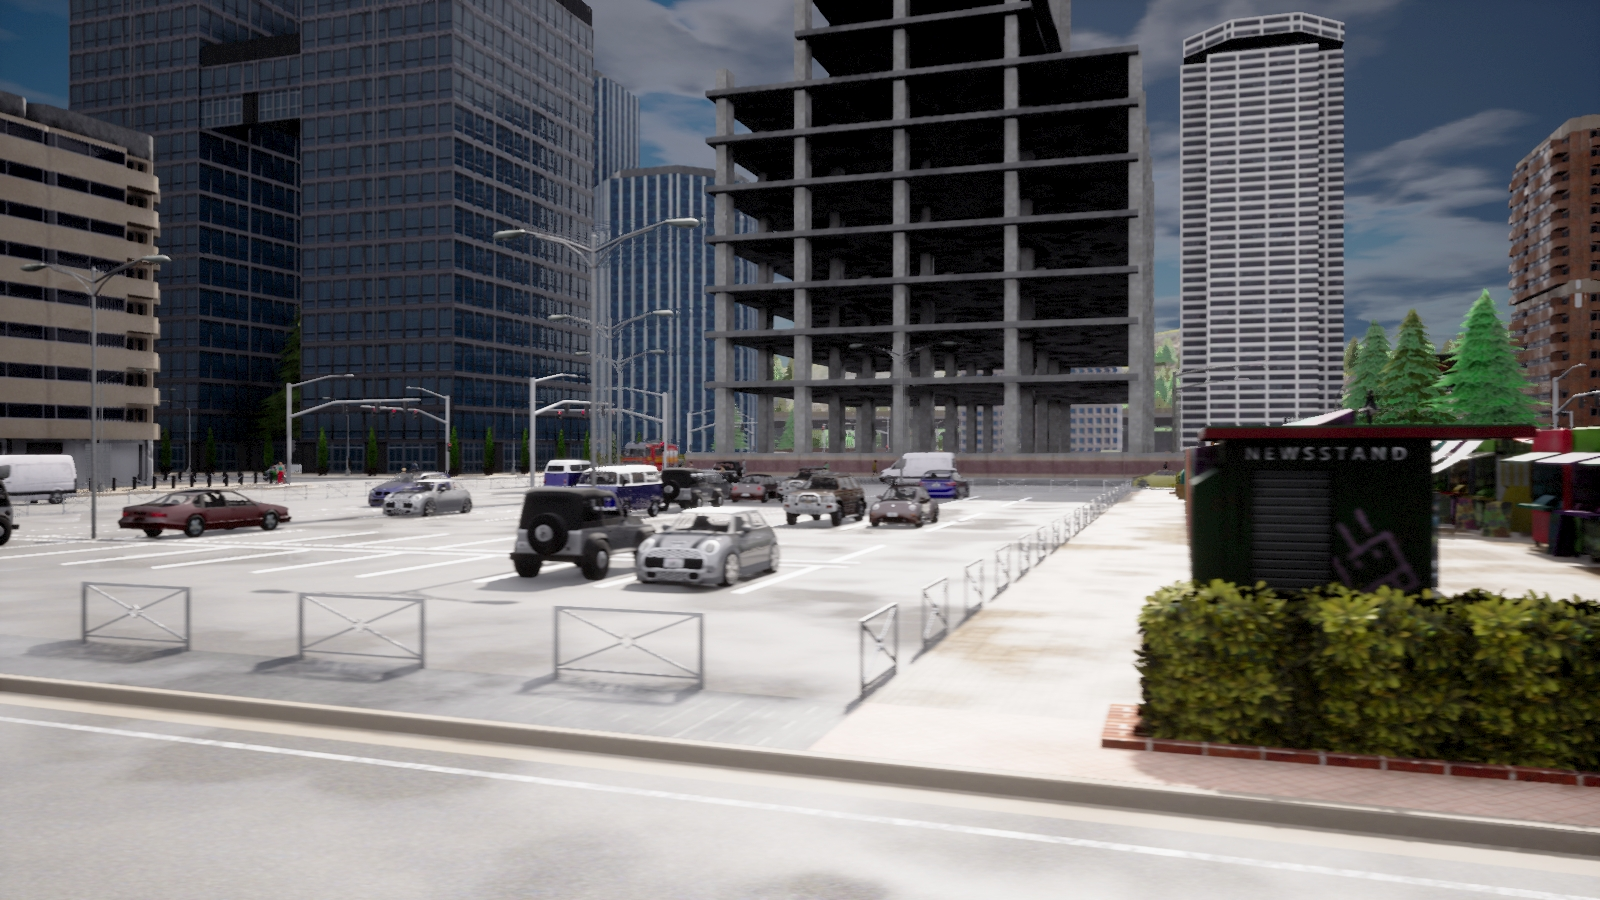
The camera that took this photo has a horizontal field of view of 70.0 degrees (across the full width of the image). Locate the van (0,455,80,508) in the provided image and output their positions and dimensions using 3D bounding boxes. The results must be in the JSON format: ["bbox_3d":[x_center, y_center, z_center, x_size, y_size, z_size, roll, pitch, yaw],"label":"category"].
[{"bbox_3d":[-39.589,1.533,57.313,1.988,2.561,5.915,0,0,18],"label":"van"}]

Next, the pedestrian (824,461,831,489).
[{"bbox_3d":[1.824,1.640,74.942,0.375,1.860,0.375,0,0,14],"label":"pedestrian"}]

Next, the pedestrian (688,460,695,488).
[{"bbox_3d":[-7.426,1.642,78.429,0.375,1.860,0.375,0,0,17],"label":"pedestrian"}]
